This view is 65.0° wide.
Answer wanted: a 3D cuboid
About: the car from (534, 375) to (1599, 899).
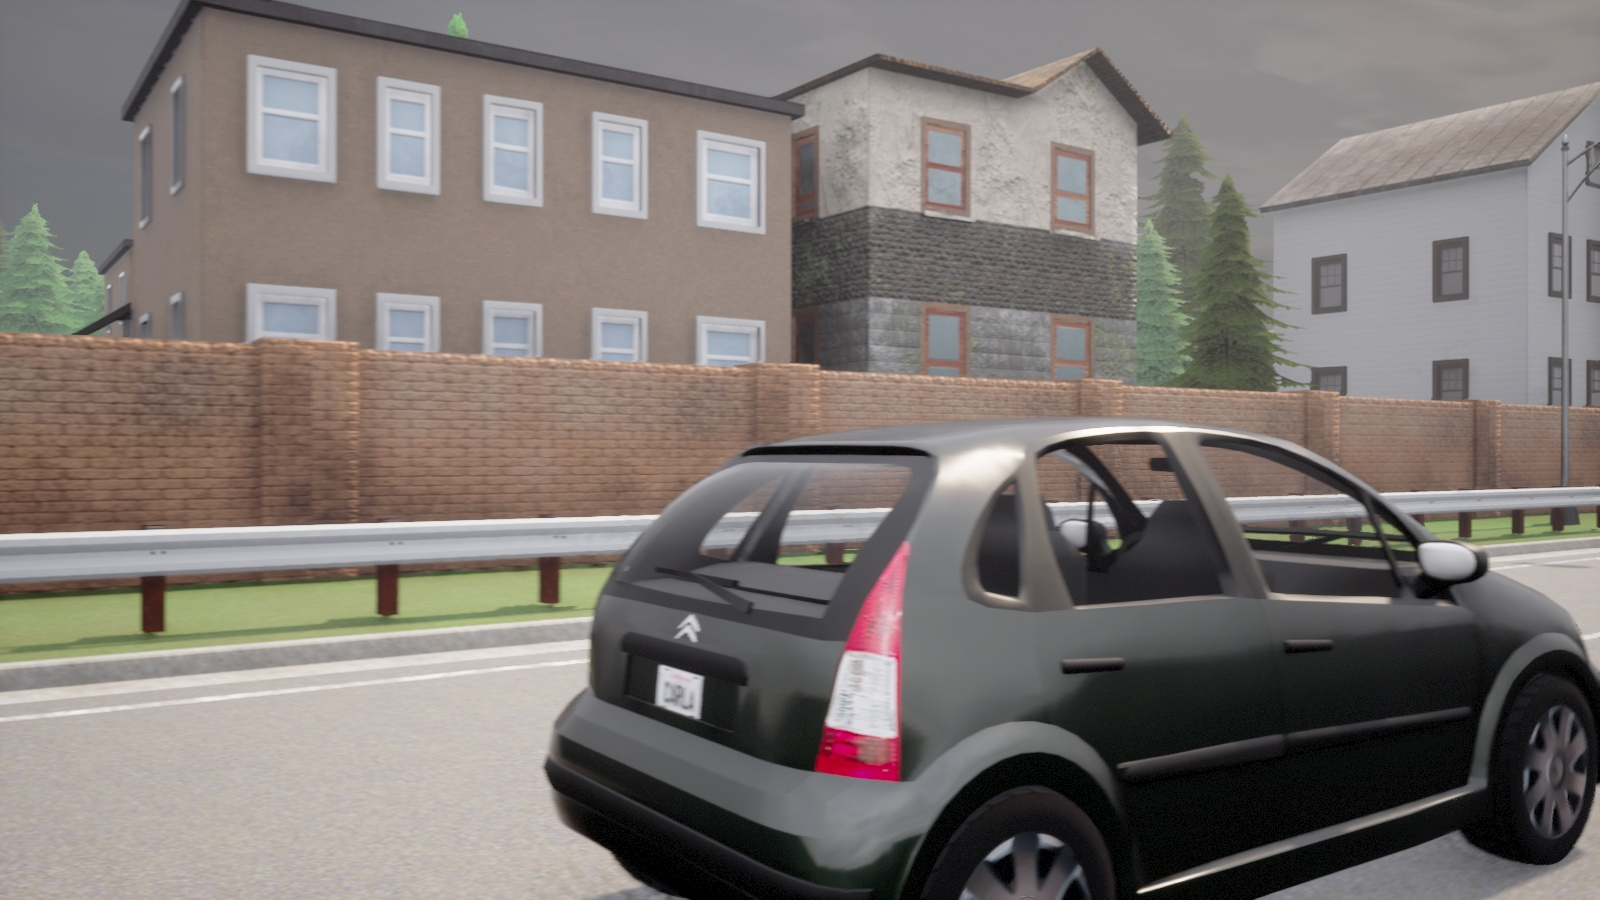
[{"bbox_3d":[1.281,0.651,4.551,3.988,1.617,1.851,0,0,-35],"label":"car"}]
